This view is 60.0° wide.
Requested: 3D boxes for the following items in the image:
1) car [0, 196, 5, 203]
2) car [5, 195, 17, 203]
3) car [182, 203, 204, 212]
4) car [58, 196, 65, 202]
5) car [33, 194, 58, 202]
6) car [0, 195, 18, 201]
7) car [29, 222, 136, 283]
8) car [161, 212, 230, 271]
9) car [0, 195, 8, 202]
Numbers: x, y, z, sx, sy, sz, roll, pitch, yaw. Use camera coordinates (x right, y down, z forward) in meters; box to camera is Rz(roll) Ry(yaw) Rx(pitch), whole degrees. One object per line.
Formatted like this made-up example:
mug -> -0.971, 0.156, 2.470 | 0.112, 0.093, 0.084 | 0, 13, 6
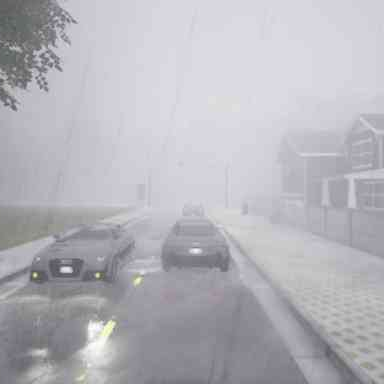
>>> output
car -> -41.865, 1.629, 69.136 | 4.181, 1.385, 1.994 | 0, 0, 23
car -> -40.575, 1.615, 72.120 | 4.674, 1.442, 1.812 | 0, 0, 23
car -> 0.113, 1.627, 30.018 | 1.895, 1.301, 4.718 | 0, 0, 0
car -> -31.260, 1.516, 75.177 | 5.357, 1.411, 2.033 | 0, 0, 23
car -> -32.167, 1.300, 72.030 | 4.553, 1.767, 2.097 | 0, 0, 23
car -> -44.619, 1.517, 80.947 | 4.181, 1.385, 1.994 | 0, 0, 23
car -> -2.847, 1.570, 9.507 | 1.994, 1.385, 4.181 | 0, 0, 0
car -> 0.100, 1.571, 11.022 | 1.994, 1.385, 4.181 | 0, 0, 0
car -> -45.908, 1.490, 77.963 | 5.357, 1.411, 2.033 | 0, 0, 23
